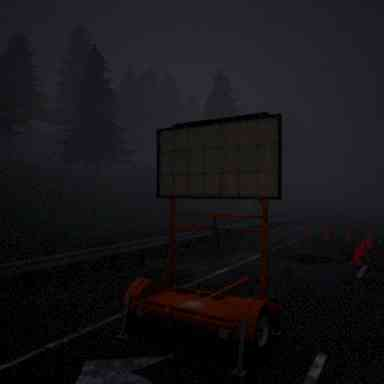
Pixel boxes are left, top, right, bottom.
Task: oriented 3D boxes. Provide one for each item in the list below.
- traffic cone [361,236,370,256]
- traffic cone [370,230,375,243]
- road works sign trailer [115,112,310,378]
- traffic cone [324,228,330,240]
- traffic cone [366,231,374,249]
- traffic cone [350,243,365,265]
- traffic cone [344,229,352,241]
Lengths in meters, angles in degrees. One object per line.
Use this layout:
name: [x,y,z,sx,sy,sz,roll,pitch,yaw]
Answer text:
traffic cone: [6.519,2.106,12.713,0.340,0.580,0.340,0,-1,32]
traffic cone: [8.646,2.148,16.100,0.340,0.580,0.340,0,-1,32]
road works sign trailer: [0.481,0.522,5.896,2.380,3.560,2.880,0,-1,32]
traffic cone: [6.952,2.149,17.164,0.340,0.580,0.340,0,-1,32]
traffic cone: [7.582,2.127,14.406,0.340,0.580,0.340,0,-1,32]
traffic cone: [5.455,2.085,11.019,0.340,0.580,0.340,0,-1,32]
traffic cone: [7.799,2.148,16.632,0.340,0.580,0.340,0,-1,32]
